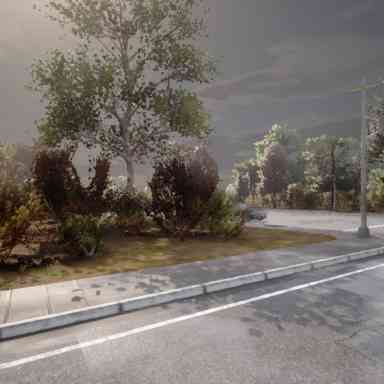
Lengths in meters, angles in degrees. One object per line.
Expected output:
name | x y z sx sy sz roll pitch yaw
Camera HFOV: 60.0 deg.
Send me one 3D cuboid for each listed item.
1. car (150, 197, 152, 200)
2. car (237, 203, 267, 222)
car | -6.108 1.847 52.976 5.566 2.045 2.150 -2 -1 40
car | 4.000 1.643 27.770 1.837 1.490 4.892 0 -1 -40
